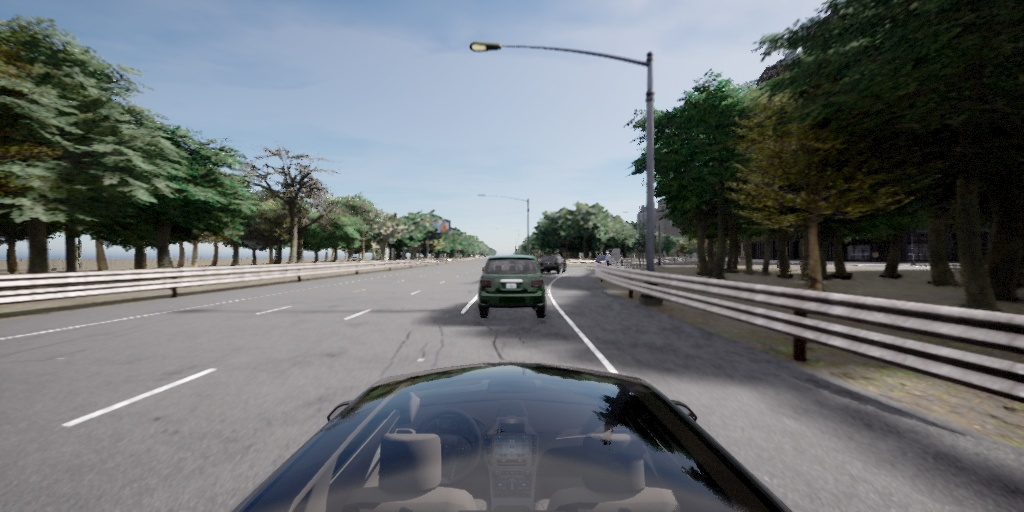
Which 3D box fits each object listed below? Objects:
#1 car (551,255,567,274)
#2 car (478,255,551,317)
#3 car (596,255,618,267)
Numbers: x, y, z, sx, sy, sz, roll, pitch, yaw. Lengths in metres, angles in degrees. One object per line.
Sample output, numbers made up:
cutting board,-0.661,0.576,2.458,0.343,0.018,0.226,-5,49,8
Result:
car,4.674,0.940,40.079,2.150,2.045,5.566,0,0,19
car,0.048,0.981,13.277,2.150,2.045,5.566,0,0,1
car,16.711,0.893,63.033,2.150,2.045,5.566,0,0,37
